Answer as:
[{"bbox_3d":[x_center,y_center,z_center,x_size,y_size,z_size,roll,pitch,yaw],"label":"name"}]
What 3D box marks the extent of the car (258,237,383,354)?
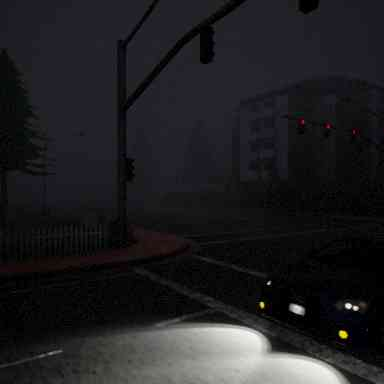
[{"bbox_3d":[3.197,1.570,6.125,4.181,1.385,1.994,0,0,-35],"label":"car"}]
